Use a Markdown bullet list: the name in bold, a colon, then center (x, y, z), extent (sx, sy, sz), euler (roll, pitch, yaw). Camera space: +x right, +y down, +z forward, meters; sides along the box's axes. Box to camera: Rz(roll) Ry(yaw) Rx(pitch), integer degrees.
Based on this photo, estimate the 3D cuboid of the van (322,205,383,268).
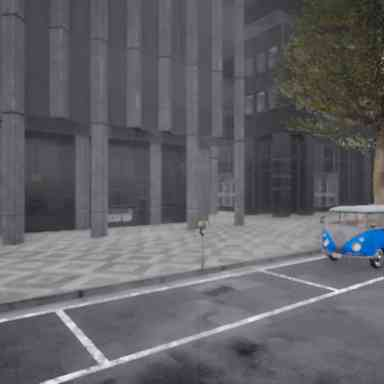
- **van**: center (5.911, 1.321, 10.861), extent (3.998, 1.788, 1.690), euler (0, 0, -35)
